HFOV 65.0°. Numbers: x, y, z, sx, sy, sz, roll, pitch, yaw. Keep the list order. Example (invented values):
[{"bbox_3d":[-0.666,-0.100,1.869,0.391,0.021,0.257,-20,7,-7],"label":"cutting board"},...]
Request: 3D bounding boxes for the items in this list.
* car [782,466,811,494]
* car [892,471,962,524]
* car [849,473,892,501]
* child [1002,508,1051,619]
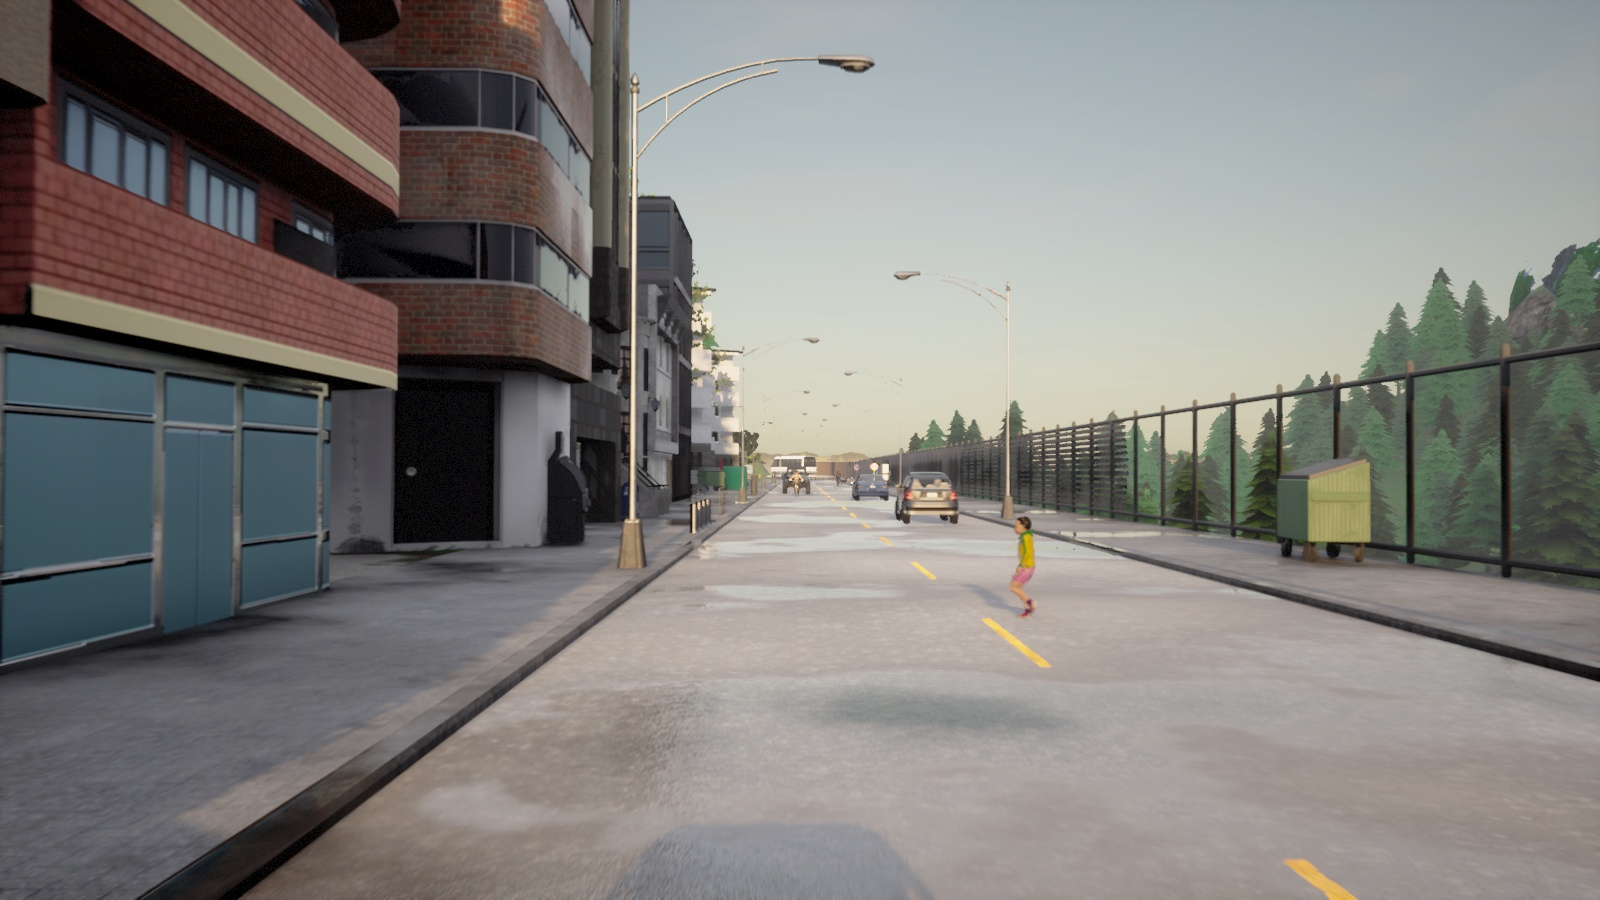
[{"bbox_3d":[-0.220,2.046,85.718,1.905,1.878,3.866,0,-1,0],"label":"car"},{"bbox_3d":[3.898,1.431,39.054,1.789,1.549,3.705,0,-1,0],"label":"car"},{"bbox_3d":[3.823,1.996,68.628,2.033,1.411,5.357,0,-1,0],"label":"car"},{"bbox_3d":[2.426,1.206,13.457,0.473,1.160,0.299,-1,-1,18],"label":"child"}]
